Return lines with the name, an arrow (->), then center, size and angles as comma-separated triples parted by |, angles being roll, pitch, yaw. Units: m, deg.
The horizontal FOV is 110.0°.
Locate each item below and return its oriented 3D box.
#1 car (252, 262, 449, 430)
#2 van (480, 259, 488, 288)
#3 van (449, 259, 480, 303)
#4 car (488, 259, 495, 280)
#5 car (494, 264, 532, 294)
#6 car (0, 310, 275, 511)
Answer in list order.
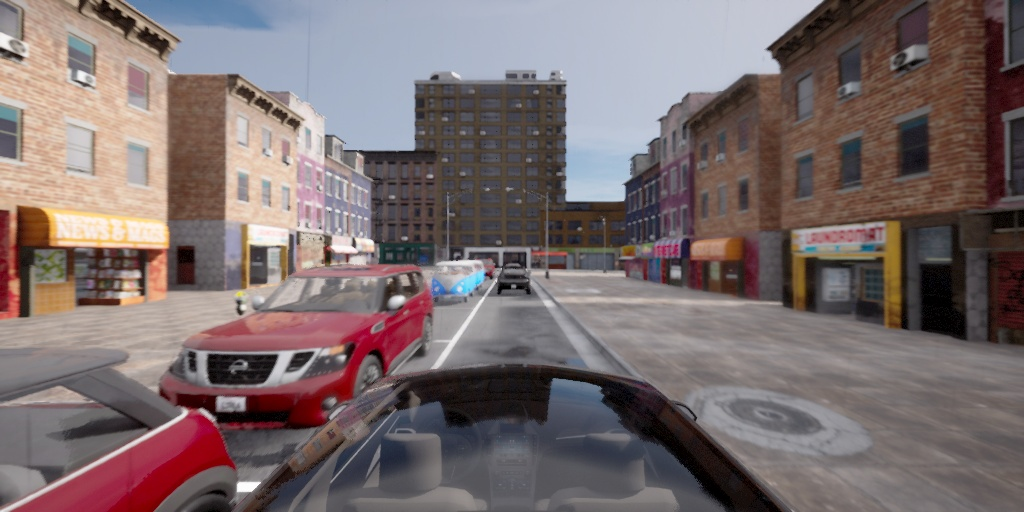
car -> -2.637, 1.078, 5.875 | 2.192, 1.841, 5.009 | 0, 0, 0
van -> -2.635, 1.154, 22.208 | 1.690, 1.789, 3.998 | 0, 0, 0
van -> -2.635, 1.138, 16.764 | 1.690, 1.789, 3.998 | 0, 0, 0
car -> -2.633, 1.157, 33.097 | 2.192, 1.841, 5.009 | 0, 0, 0
car -> 0.096, 1.317, 21.066 | 1.837, 1.490, 4.892 | 0, 0, 0
car -> -2.637, 1.185, 0.430 | 1.967, 1.591, 4.097 | 0, 0, 0
